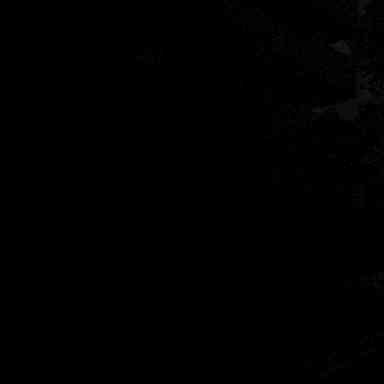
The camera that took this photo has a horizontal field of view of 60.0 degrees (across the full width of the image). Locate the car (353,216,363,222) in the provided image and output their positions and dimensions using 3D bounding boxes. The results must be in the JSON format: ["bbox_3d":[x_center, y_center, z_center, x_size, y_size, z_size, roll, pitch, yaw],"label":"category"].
[{"bbox_3d":[29.827,4.919,59.638,2.033,1.411,5.357,2,-3,8],"label":"car"}]
